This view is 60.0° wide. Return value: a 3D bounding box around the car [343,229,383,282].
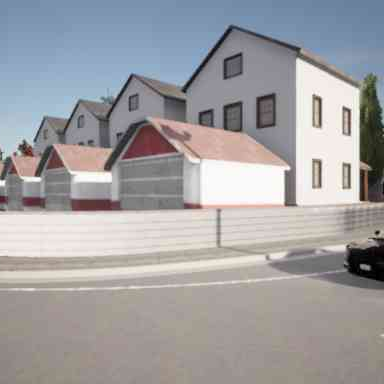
[{"bbox_3d":[6.222,1.466,8.835,5.008,1.535,1.882,0,0,-27],"label":"car"}]
